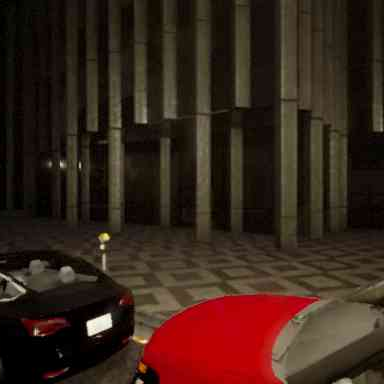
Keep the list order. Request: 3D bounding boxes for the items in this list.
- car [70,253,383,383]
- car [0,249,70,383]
[{"bbox_3d":[1.844,1.313,1.774,5.009,1.841,2.192,0,0,35],"label":"car"},{"bbox_3d":[-2.760,1.556,5.033,4.313,1.339,1.947,0,0,35],"label":"car"}]
